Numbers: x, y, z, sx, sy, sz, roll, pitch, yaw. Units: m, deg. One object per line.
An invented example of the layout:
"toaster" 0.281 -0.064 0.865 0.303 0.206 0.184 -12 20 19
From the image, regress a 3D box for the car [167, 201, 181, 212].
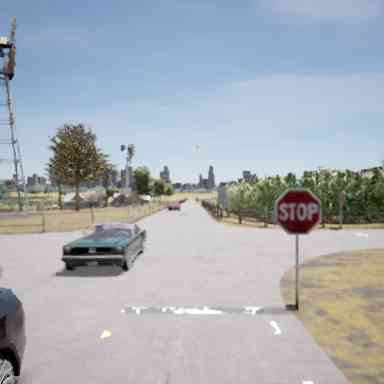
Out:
"car" -2.643 2.099 50.106 1.882 1.535 5.008 0 -1 0

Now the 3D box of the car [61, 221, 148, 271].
"car" -2.741 1.707 11.378 1.895 1.301 4.718 -1 -1 0

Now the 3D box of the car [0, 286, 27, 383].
"car" -2.749 1.503 1.735 2.128 1.511 4.902 0 0 0
